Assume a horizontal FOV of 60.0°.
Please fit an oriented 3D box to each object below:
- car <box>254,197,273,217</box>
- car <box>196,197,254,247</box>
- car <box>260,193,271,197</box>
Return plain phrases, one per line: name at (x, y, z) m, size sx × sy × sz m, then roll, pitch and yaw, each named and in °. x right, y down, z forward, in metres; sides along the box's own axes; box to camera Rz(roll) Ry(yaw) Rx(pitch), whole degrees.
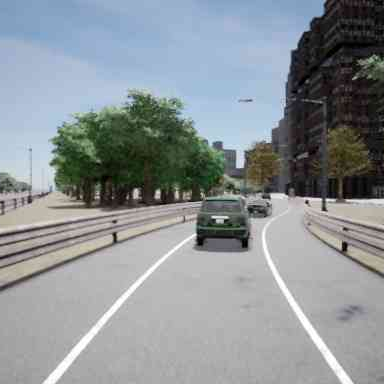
car at (6.534, 1.524, 31.823) m, size 1.837 × 1.490 × 4.892 m, roll 0°, pitch 0°, yaw 21°
car at (1.597, 1.227, 15.443) m, size 2.150 × 2.045 × 5.566 m, roll 0°, pitch 0°, yaw 11°
car at (19.200, 1.190, 87.283) m, size 2.150 × 2.045 × 5.566 m, roll 0°, pitch 0°, yaw 2°
